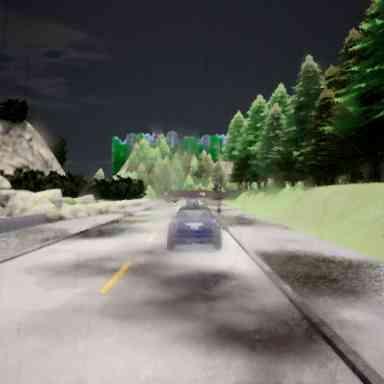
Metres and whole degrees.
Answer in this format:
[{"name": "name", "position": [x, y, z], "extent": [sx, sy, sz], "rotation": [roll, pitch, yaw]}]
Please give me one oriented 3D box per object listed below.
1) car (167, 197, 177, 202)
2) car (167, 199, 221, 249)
[{"name": "car", "position": [-4.018, 1.663, 67.623], "extent": [1.994, 1.385, 4.181], "rotation": [0, 0, 0]}, {"name": "car", "position": [0.099, 1.378, 14.819], "extent": [2.097, 1.767, 4.553], "rotation": [0, 0, 0]}]
